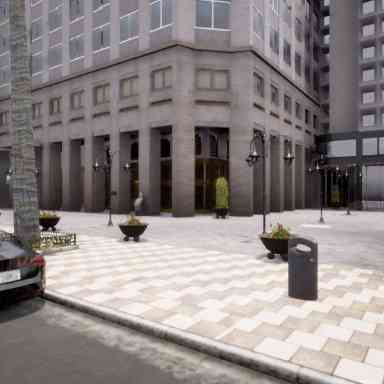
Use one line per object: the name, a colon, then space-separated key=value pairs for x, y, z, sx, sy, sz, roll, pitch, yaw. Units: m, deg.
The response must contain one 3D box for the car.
car: x=-5.085 y=1.513 z=7.118 sx=4.786 sy=1.482 sz=2.161 roll=0 pitch=0 yaw=35
